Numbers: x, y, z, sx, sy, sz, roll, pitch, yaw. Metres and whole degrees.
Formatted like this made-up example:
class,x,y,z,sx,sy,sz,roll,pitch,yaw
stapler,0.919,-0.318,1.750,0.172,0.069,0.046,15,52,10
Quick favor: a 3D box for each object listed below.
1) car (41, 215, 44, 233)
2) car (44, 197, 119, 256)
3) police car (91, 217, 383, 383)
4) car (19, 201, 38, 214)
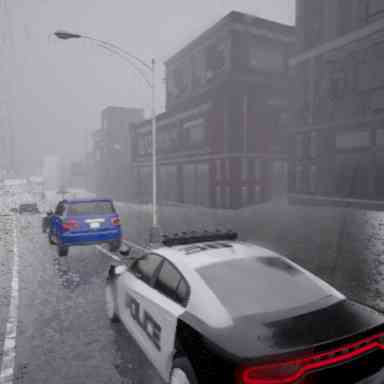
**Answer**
class,x,y,z,sx,sy,sz,roll,pitch,yaw
car,-7.372,1.647,18.921,1.882,1.535,5.008,-2,-1,-28
car,-4.550,1.268,13.637,2.150,2.045,5.566,-2,0,-28
police car,0.062,1.366,4.734,1.930,1.638,5.238,-2,1,-26
car,-19.372,1.753,39.477,1.882,1.535,5.008,-1,0,-28
